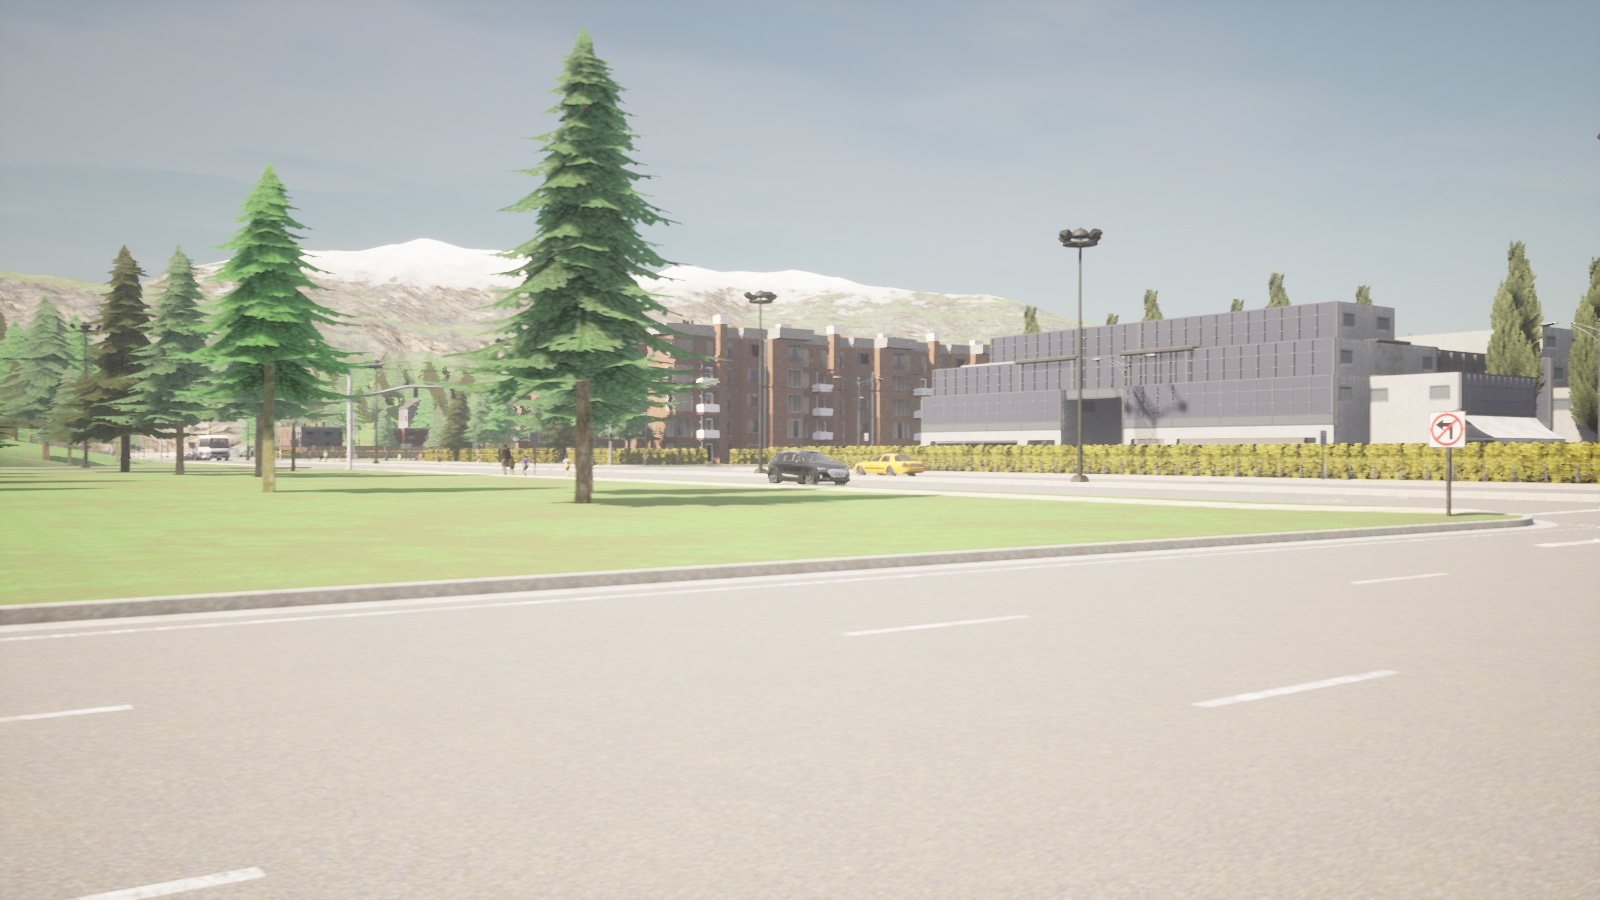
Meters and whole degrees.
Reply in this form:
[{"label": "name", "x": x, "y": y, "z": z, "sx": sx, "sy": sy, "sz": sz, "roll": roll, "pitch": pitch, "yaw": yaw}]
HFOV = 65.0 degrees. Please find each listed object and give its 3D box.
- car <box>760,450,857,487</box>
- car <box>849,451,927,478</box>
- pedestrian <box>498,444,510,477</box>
[{"label": "car", "x": 0.345, "y": 0.816, "z": 57.791, "sx": 2.033, "sy": 1.649, "sz": 4.856, "roll": 0, "pitch": 0, "yaw": -35}, {"label": "car", "x": 5.338, "y": 0.860, "z": 76.747, "sx": 1.801, "sy": 1.575, "sz": 5.366, "roll": 0, "pitch": 0, "yaw": -35}, {"label": "pedestrian", "x": -16.946, "y": 0.596, "z": 71.942, "sx": 0.431, "sy": 1.840, "sz": 0.703, "roll": 0, "pitch": 0, "yaw": -34}]
